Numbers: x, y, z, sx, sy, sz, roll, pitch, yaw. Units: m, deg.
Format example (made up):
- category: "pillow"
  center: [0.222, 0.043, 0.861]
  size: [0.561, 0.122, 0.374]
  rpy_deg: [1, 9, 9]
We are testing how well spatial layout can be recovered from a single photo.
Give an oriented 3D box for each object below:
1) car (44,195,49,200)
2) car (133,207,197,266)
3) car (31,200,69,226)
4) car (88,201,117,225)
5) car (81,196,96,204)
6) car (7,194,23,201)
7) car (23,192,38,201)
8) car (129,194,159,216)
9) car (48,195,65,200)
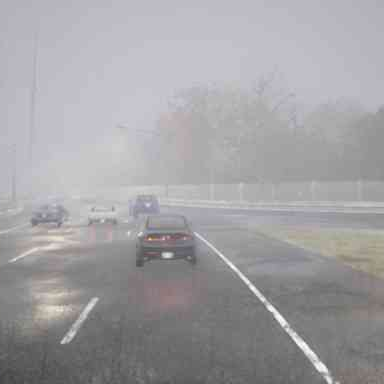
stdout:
- category: "car"
  center: [-35.664, 1.418, 83.243]
  size: [2.033, 1.411, 5.357]
  rpy_deg: [0, 0, -35]
- category: "car"
  center: [-0.924, 1.500, 11.605]
  size: [1.837, 1.490, 4.892]
  rpy_deg: [0, 0, -6]
- category: "car"
  center: [-9.925, 1.565, 23.514]
  size: [2.033, 1.411, 5.357]
  rpy_deg: [0, 0, -13]
- category: "car"
  center: [-6.404, 1.606, 24.011]
  size: [1.895, 1.301, 4.718]
  rpy_deg: [0, 0, -14]
- category: "car"
  center: [-19.356, 1.549, 61.967]
  size: [1.812, 1.442, 4.674]
  rpy_deg: [0, 0, -33]
- category: "car"
  center: [-42.312, 1.499, 78.175]
  size: [4.718, 1.301, 1.895]
  rpy_deg: [0, 0, 40]
- category: "car"
  center: [-39.957, 1.120, 80.763]
  size: [5.566, 2.045, 2.150]
  rpy_deg: [0, 0, 40]
- category: "car"
  center: [-4.359, 1.216, 29.914]
  size: [2.150, 2.045, 5.566]
  rpy_deg: [0, 0, -16]
- category: "car"
  center: [-31.276, 1.648, 77.565]
  size: [1.895, 1.301, 4.718]
  rpy_deg: [0, 0, -38]
